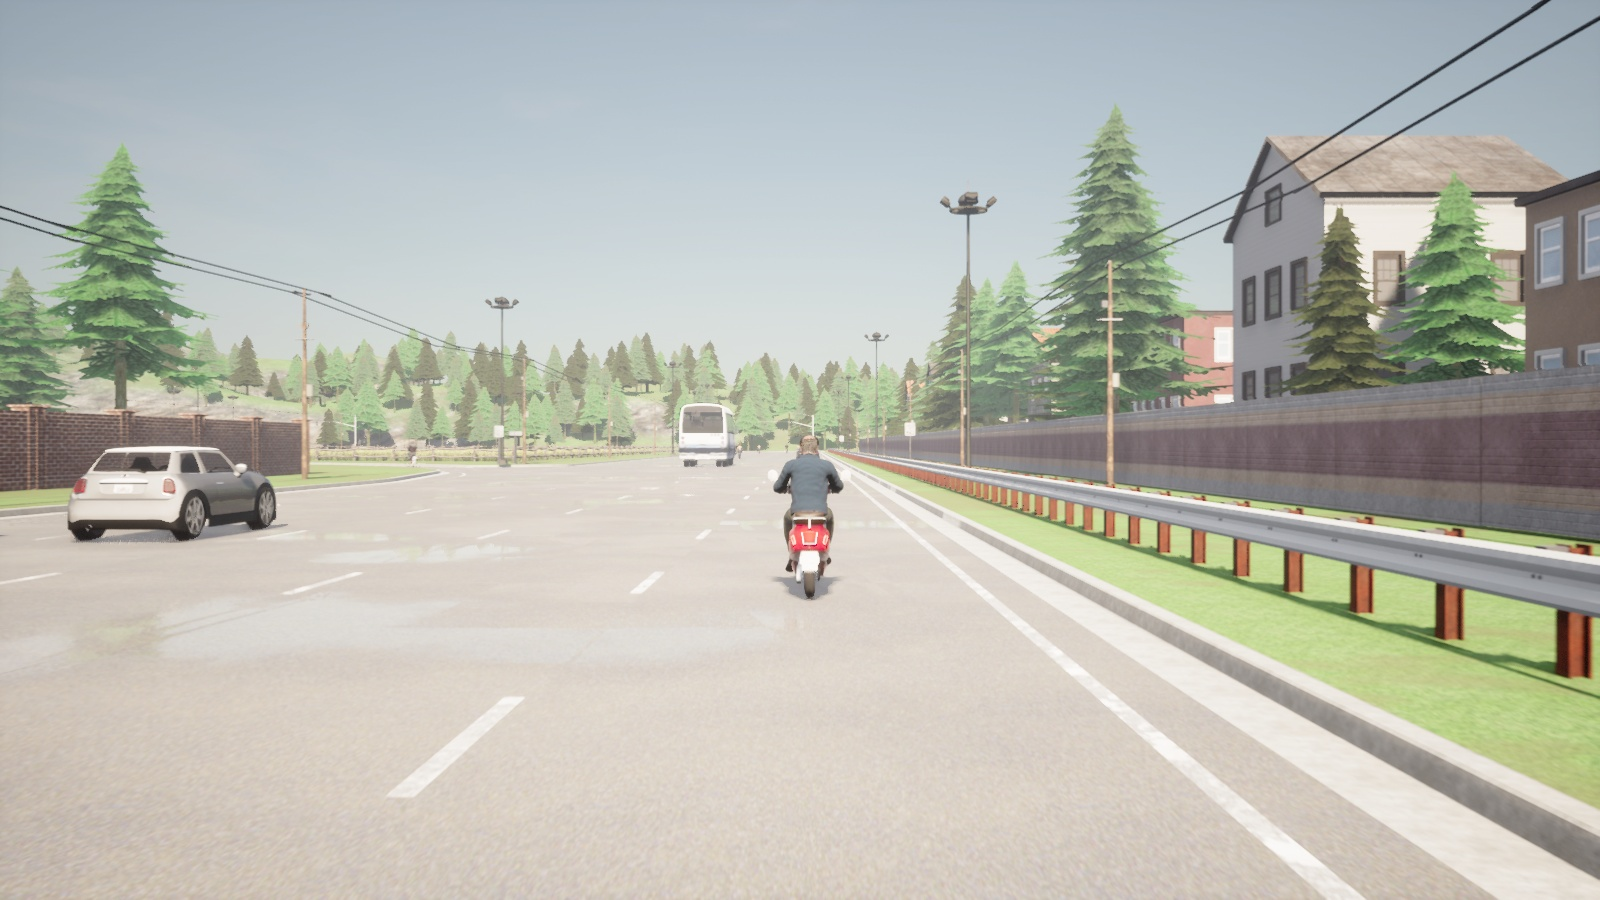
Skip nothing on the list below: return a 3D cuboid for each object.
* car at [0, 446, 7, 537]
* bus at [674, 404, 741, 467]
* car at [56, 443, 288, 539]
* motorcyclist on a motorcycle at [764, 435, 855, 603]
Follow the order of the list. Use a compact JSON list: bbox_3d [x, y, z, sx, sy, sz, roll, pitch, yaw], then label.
[{"bbox_3d":[-13.872,0.674,18.407,1.816,1.474,4.193,0,0,0],"label":"car"},{"bbox_3d":[-6.440,-1.001,89.171,3.944,4.253,10.273,0,0,0],"label":"bus"},{"bbox_3d":[-10.356,0.617,21.049,1.970,1.475,3.806,0,0,0],"label":"car"},{"bbox_3d":[0.094,0.648,12.815,0.866,1.590,1.817,0,0,0],"label":"motorcyclist on a motorcycle"}]
